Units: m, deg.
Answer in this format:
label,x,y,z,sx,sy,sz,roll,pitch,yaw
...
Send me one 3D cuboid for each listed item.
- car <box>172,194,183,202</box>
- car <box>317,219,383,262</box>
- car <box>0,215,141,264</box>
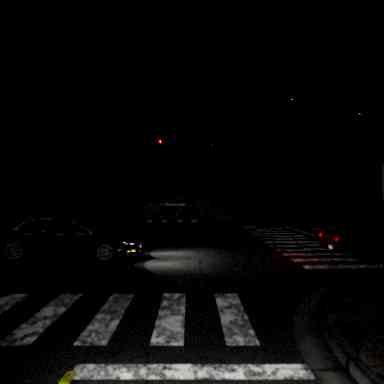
label,x,y,z,sx,sy,sz,roll,pitch,yaw
car,-2.962,1.213,69.661,2.097,1.767,4.553,0,0,0
car,6.927,1.578,11.335,4.718,1.301,1.895,0,-1,0
car,-4.192,1.558,11.305,4.892,1.490,1.837,1,-1,0
